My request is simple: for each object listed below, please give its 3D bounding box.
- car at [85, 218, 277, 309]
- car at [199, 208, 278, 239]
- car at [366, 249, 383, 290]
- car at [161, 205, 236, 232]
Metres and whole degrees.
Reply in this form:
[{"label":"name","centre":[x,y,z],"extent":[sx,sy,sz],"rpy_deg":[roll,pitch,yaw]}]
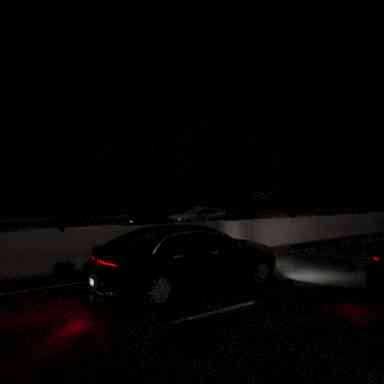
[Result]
[{"label":"car","centre":[-0.029,1.551,8.031],"extent":[4.892,1.490,1.837],"rpy_deg":[0,0,-35]},{"label":"car","centre":[2.650,1.694,18.780],"extent":[4.181,1.385,1.994],"rpy_deg":[1,0,-35]},{"label":"car","centre":[6.102,1.660,8.102],"extent":[4.181,1.385,1.994],"rpy_deg":[1,0,-35]},{"label":"car","centre":[0.493,1.655,21.541],"extent":[4.674,1.442,1.812],"rpy_deg":[1,0,-35]}]
